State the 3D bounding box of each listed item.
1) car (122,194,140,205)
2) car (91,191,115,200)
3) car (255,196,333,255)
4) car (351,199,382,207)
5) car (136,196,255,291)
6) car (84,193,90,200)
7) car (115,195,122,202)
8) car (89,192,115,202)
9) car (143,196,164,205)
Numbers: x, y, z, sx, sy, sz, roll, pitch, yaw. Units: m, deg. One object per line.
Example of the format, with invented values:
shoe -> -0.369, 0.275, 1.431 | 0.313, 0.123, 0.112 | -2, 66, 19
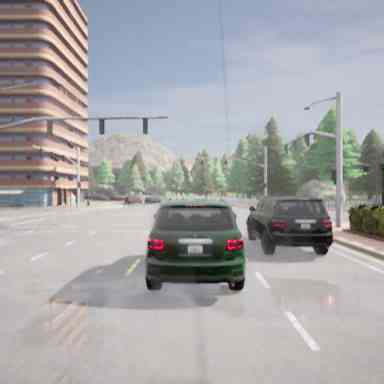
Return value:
car -> -9.377, 1.144, 52.924 | 2.097, 1.767, 4.553 | 0, 0, -21
car -> -22.040, 0.904, 82.064 | 5.566, 2.045, 2.150 | 0, 0, 24
car -> 3.614, 1.168, 13.211 | 2.150, 2.045, 5.566 | 0, 0, 0
car -> 20.010, 1.462, 35.762 | 5.357, 1.411, 2.033 | 0, 0, 1
car -> 0.087, 1.185, 9.074 | 2.150, 2.045, 5.566 | 0, 0, 0
car -> -24.168, 1.045, 79.194 | 4.553, 1.767, 2.097 | 0, 0, 24
car -> -15.868, 1.323, 69.424 | 4.718, 1.301, 1.895 | 0, 0, 45
car -> -18.071, 1.239, 66.661 | 1.837, 1.490, 4.892 | 0, 1, -45
car -> -6.479, 1.330, 55.423 | 2.033, 1.411, 5.357 | 0, 0, -22
